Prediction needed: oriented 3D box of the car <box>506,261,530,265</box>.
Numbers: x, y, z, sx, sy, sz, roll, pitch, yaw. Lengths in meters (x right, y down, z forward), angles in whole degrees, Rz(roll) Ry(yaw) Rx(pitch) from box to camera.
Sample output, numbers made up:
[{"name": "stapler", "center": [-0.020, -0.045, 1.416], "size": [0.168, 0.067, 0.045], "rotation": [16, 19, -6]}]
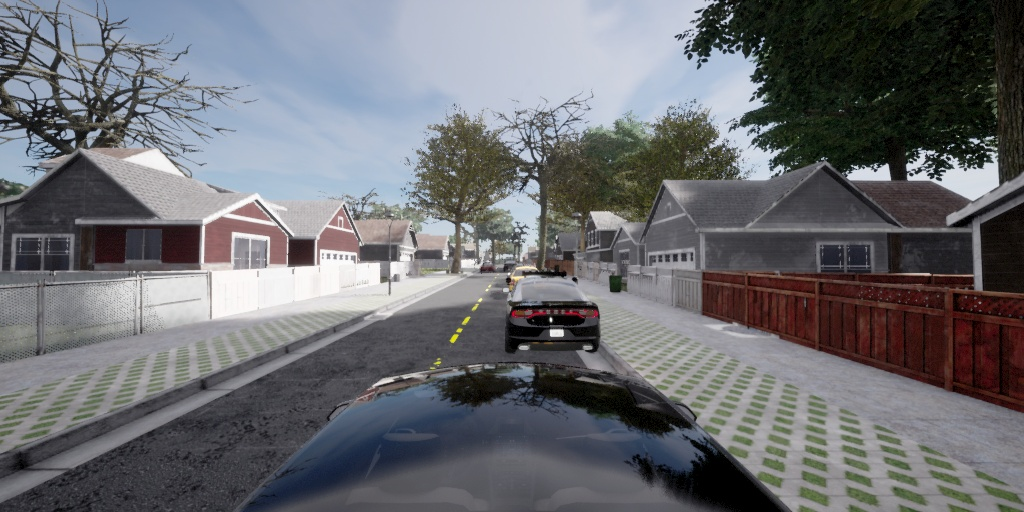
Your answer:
[{"name": "car", "center": [0.737, 1.221, 19.104], "size": [1.801, 1.575, 5.366], "rotation": [0, 0, 0]}]

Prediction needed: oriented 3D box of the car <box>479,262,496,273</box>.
[{"name": "car", "center": [-2.973, 1.445, 44.337], "size": [1.895, 1.301, 4.718], "rotation": [0, 0, 0]}]

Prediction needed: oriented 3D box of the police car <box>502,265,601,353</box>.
[{"name": "police car", "center": [0.791, 1.181, 9.017], "size": [1.930, 1.638, 5.238], "rotation": [0, 0, 0]}]

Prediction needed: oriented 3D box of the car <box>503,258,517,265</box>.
[{"name": "car", "center": [-0.202, 1.345, 49.566], "size": [1.882, 1.535, 5.008], "rotation": [0, 0, 0]}]
